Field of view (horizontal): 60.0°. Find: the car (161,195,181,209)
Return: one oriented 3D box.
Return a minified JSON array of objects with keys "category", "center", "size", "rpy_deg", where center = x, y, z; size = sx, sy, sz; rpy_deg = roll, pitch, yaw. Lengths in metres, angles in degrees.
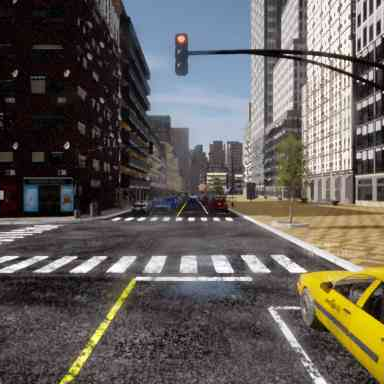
[{"category":"car","center":[-2.910,1.497,43.953],"size":[1.882,1.535,5.008],"rpy_deg":[0,0,0]}]

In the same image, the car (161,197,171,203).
[{"category":"car","center":[-5.412,1.639,69.601],"size":[1.802,1.307,4.206],"rpy_deg":[0,0,0]}]

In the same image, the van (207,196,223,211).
[{"category":"van","center":[2.855,1.358,41.933],"size":[1.690,1.788,3.998],"rpy_deg":[0,0,0]}]

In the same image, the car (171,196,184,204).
[{"category":"car","center":[-2.741,1.540,64.010],"size":[2.128,1.511,4.902],"rpy_deg":[0,0,0]}]

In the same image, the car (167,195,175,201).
[{"category":"car","center":[-5.345,1.613,86.011],"size":[1.752,1.417,4.829],"rpy_deg":[0,0,0]}]

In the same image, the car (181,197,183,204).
[{"category":"car","center":[-2.851,1.536,53.765],"size":[1.837,1.490,4.892],"rpy_deg":[0,0,1]}]

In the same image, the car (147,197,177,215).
[{"category":"car","center":[-2.960,1.558,34.133],"size":[2.033,1.411,5.357],"rpy_deg":[0,0,0]}]

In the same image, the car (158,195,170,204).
[{"category":"car","center":[-5.435,1.488,64.074],"size":[1.967,1.590,4.097],"rpy_deg":[0,0,0]}]

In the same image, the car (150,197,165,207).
[{"category":"car","center":[-5.479,1.581,53.021],"size":[2.008,1.369,4.403],"rpy_deg":[0,0,0]}]

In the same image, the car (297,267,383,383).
[{"category":"car","center":[2.702,1.525,4.165],"size":[1.752,1.417,4.829],"rpy_deg":[0,0,0]}]

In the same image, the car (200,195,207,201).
[{"category":"car","center":[3.036,1.614,86.316],"size":[1.752,1.417,4.829],"rpy_deg":[0,0,0]}]

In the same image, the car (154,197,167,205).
[{"category":"car","center":[-5.457,1.584,58.547],"size":[1.887,1.381,4.507],"rpy_deg":[0,0,0]}]

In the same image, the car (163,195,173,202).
[{"category":"car","center":[-5.390,1.507,75.128],"size":[1.967,1.590,4.097],"rpy_deg":[0,0,0]}]

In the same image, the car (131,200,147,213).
[{"category":"car","center":[-5.546,1.563,36.441],"size":[2.008,1.369,4.403],"rpy_deg":[0,0,0]}]

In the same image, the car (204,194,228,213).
[{"category":"car","center":[2.832,1.327,36.408],"size":[2.192,1.841,5.009],"rpy_deg":[0,0,0]}]

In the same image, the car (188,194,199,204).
[{"category":"car","center":[0.266,1.615,65.611],"size":[1.994,1.385,4.181],"rpy_deg":[0,0,0]}]

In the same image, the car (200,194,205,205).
[{"category":"car","center":[2.922,1.354,58.513],"size":[2.192,1.841,5.009],"rpy_deg":[0,0,0]}]

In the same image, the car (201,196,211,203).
[{"category":"car","center":[2.968,1.602,69.567],"size":[1.887,1.381,4.507],"rpy_deg":[0,0,0]}]

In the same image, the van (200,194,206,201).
[{"category":"van","center":[3.057,1.441,91.672],"size":[1.690,1.788,3.998],"rpy_deg":[0,0,0]}]
